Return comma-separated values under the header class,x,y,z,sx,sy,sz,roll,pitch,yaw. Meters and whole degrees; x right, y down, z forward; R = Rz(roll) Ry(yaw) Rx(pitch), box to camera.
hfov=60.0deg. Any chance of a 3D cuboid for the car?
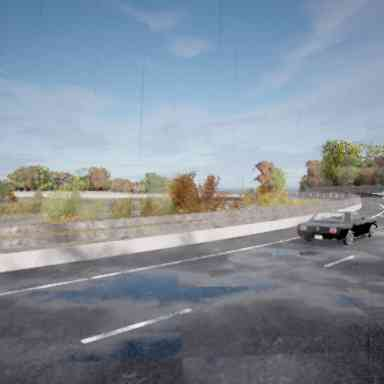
class,x,y,z,sx,sy,sz,roll,pitch,yaw
car,6.603,1.484,14.801,1.895,1.301,4.718,0,0,45
